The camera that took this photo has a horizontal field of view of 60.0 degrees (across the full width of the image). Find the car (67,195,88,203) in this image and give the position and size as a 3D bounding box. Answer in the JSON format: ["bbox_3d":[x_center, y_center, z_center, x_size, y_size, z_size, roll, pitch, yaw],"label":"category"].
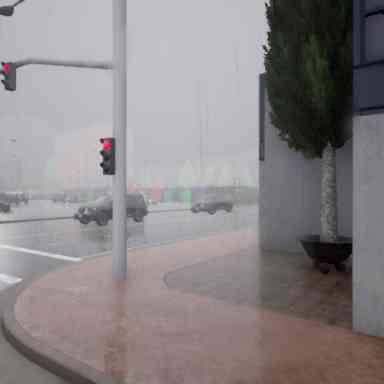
[{"bbox_3d":[-21.485,1.331,62.265,3.905,1.438,1.784,0,0,35],"label":"car"}]

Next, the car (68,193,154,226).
[{"bbox_3d":[-5.603,1.210,23.824,2.150,2.045,5.566,0,0,37],"label":"car"}]

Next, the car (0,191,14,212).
[{"bbox_3d":[-20.268,1.134,33.791,3.866,1.878,1.905,0,0,35],"label":"car"}]

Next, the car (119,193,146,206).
[{"bbox_3d":[-8.925,1.134,49.805,3.866,1.878,1.905,0,0,35],"label":"car"}]

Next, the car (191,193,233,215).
[{"bbox_3d":[2.172,1.202,34.218,2.150,2.045,5.566,0,1,37],"label":"car"}]

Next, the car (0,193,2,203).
[{"bbox_3d":[-38.707,1.111,64.146,4.605,1.855,1.932,0,0,35],"label":"car"}]

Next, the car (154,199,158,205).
[{"bbox_3d":[-7.239,1.373,52.158,3.806,1.475,1.970,0,0,35],"label":"car"}]

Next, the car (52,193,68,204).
[{"bbox_3d":[-23.216,1.120,59.941,4.605,1.855,1.932,0,0,35],"label":"car"}]
